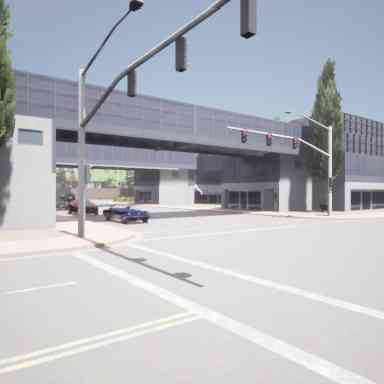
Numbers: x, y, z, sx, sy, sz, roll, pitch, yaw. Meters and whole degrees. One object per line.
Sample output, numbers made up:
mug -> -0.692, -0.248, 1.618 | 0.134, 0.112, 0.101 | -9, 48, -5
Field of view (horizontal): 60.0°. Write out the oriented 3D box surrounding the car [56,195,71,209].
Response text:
car -> -16.808, 1.504, 41.244 | 1.837, 1.490, 4.892 | 0, 0, -36

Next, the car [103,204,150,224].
car -> -4.998, 1.600, 25.014 | 1.895, 1.301, 4.718 | 0, 0, -36

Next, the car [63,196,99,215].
car -> -10.898, 1.477, 33.115 | 1.882, 1.535, 5.008 | 0, 0, -36

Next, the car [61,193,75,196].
car -> -23.777, 1.221, 63.011 | 2.150, 2.045, 5.566 | 0, 0, -36
